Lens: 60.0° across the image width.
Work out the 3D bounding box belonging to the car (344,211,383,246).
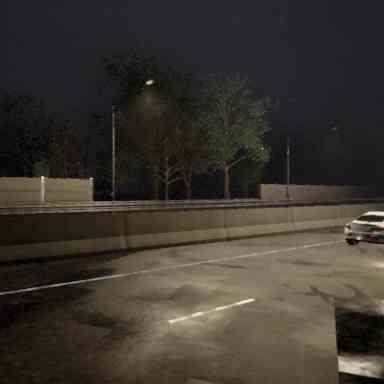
[{"bbox_3d":[8.269,1.533,14.067,4.674,1.442,1.812,0,0,-35],"label":"car"}]
